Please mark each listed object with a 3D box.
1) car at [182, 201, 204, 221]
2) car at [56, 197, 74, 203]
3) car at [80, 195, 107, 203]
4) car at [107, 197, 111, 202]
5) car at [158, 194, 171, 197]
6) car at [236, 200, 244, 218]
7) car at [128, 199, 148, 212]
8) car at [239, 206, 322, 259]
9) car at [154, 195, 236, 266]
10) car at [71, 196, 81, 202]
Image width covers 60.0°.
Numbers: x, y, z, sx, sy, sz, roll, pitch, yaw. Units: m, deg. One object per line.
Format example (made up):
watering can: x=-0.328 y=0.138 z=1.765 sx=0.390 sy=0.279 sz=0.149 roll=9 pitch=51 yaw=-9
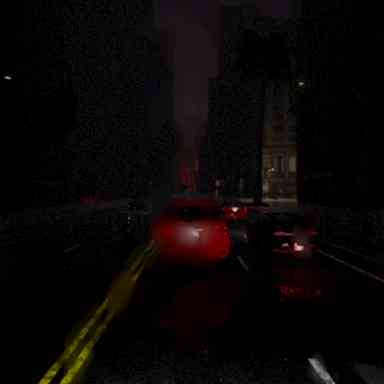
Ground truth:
car: x=0.078 y=1.592 z=29.002 sx=1.812 sy=1.442 sz=4.674 roll=0 pitch=0 yaw=0
car: x=-34.143 y=2.157 z=89.363 sx=4.206 sy=1.307 sz=1.802 roll=-1 pitch=1 yaw=0
car: x=-23.833 y=1.984 z=80.799 sx=4.829 sy=1.417 sz=1.752 roll=-1 pitch=1 yaw=0
car: x=-23.972 y=1.981 z=89.327 sx=4.507 sy=1.381 sz=1.887 roll=-1 pitch=1 yaw=0
car: x=-3.342 y=1.313 z=41.097 sx=2.150 sy=2.045 sz=5.566 roll=0 pitch=-1 yaw=0
car: x=3.319 y=1.415 z=27.661 sx=2.097 sy=1.767 sz=4.553 roll=0 pitch=0 yaw=0
car: x=-6.589 y=1.595 z=40.793 sx=1.837 sy=1.490 sz=4.892 roll=0 pitch=-1 yaw=0
car: x=3.320 y=1.521 z=12.685 sx=2.128 sy=1.511 sz=4.902 roll=0 pitch=0 yaw=0
car: x=0.065 y=1.252 z=11.806 sx=2.150 sy=2.045 sz=5.566 roll=0 pitch=0 yaw=1
car: x=-29.063 y=1.820 z=89.341 sx=5.009 sy=1.841 sz=2.192 roll=-1 pitch=1 yaw=0
